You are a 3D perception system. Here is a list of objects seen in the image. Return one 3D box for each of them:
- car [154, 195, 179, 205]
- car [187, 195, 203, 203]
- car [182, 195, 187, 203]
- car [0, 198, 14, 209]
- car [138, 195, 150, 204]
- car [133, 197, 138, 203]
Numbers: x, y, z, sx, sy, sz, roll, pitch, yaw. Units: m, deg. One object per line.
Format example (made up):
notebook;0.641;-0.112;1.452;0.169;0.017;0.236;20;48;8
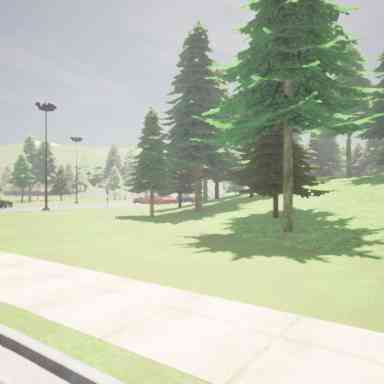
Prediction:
car;-4.528;1.314;59.385;2.097;1.767;4.553;0;0;37
car;1.508;1.526;67.708;1.994;1.385;4.181;0;0;36
car;-1.578;1.310;69.418;2.097;1.767;4.553;0;0;36
car;-25.460;1.307;42.629;2.097;1.767;4.553;0;0;36
car;-7.228;1.311;61.621;2.097;1.767;4.553;0;0;37
car;-9.388;1.519;64.619;1.994;1.385;4.181;0;0;37
